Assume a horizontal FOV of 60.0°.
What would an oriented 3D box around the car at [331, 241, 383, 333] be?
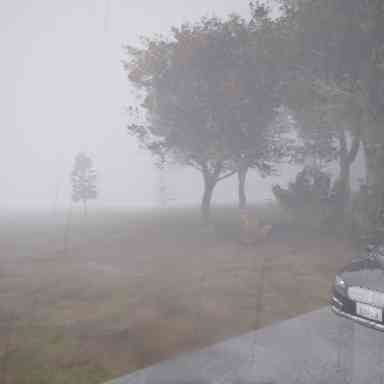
[{"bbox_3d":[4.574,1.426,6.125,4.902,1.511,2.128,-1,1,-34],"label":"car"}]
